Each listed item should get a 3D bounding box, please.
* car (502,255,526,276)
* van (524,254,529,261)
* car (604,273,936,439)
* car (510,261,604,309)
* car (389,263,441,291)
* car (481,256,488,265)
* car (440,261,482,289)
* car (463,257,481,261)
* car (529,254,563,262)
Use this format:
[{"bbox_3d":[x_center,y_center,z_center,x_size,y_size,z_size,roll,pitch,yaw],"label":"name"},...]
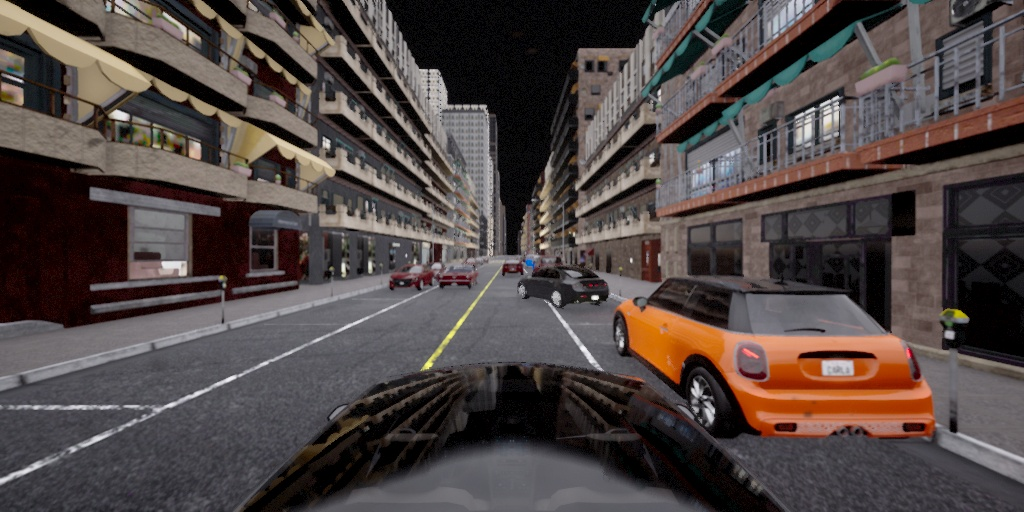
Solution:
[{"bbox_3d":[0.075,0.984,33.669,1.882,1.535,5.008,0,1,0],"label":"car"},{"bbox_3d":[2.685,0.733,49.174,1.690,1.789,3.998,0,0,0],"label":"van"},{"bbox_3d":[3.112,1.073,5.552,2.097,1.767,4.553,0,0,0],"label":"car"},{"bbox_3d":[1.886,1.157,14.665,1.837,1.490,4.892,-1,1,-24],"label":"car"},{"bbox_3d":[-5.692,1.149,20.760,1.888,1.381,4.507,0,0,0],"label":"car"},{"bbox_3d":[-5.697,0.860,60.536,2.007,1.370,4.403,0,0,0],"label":"car"},{"bbox_3d":[-3.104,1.199,21.488,1.895,1.301,4.718,0,0,0],"label":"car"},{"bbox_3d":[-5.696,0.938,49.171,1.888,1.381,4.507,0,0,0],"label":"car"},{"bbox_3d":[2.687,0.875,26.445,2.192,1.841,5.009,0,0,0],"label":"car"}]
